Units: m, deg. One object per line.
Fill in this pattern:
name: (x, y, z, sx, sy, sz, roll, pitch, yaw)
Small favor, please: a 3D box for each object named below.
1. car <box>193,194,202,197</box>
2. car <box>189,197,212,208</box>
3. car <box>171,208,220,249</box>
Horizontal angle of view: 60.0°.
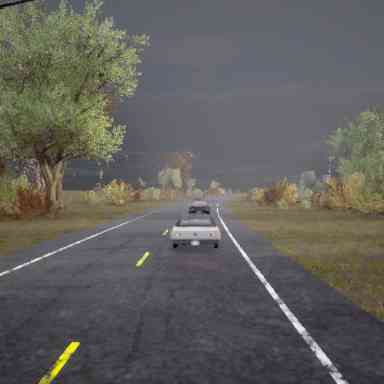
car: (1.258, 1.186, 76.934, 2.097, 1.767, 4.553, 0, 0, 7)
car: (0.711, 1.476, 29.514, 1.882, 1.535, 5.008, 0, 0, 3)
car: (0.178, 1.613, 14.595, 1.895, 1.301, 4.718, 0, 0, 1)
